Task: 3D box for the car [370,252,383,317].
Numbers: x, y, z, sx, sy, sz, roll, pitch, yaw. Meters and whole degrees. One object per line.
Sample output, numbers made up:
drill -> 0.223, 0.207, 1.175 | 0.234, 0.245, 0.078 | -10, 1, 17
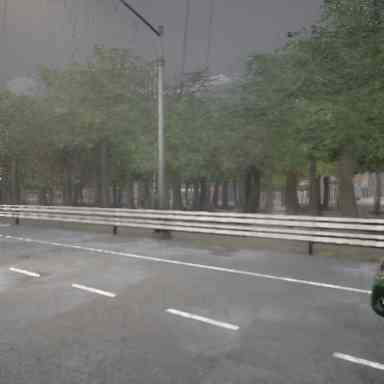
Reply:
car -> 5.461, 1.223, 4.272 | 5.566, 2.045, 2.150 | 0, 0, 35
